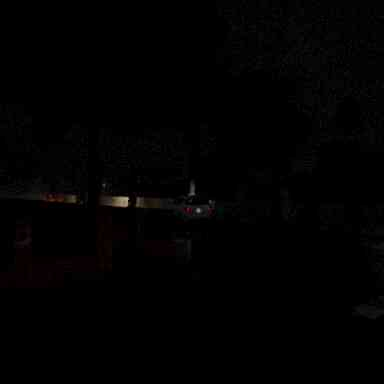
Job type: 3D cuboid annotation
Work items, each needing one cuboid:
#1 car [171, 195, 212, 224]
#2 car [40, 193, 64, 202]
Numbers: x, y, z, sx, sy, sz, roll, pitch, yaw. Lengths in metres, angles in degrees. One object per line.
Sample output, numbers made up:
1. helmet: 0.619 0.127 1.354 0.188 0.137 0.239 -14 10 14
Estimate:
1. car: -0.100 1.246 24.552 2.150 2.045 5.566 -1 1 -11
2. car: -19.572 1.228 46.307 2.150 2.045 5.566 0 0 -36
